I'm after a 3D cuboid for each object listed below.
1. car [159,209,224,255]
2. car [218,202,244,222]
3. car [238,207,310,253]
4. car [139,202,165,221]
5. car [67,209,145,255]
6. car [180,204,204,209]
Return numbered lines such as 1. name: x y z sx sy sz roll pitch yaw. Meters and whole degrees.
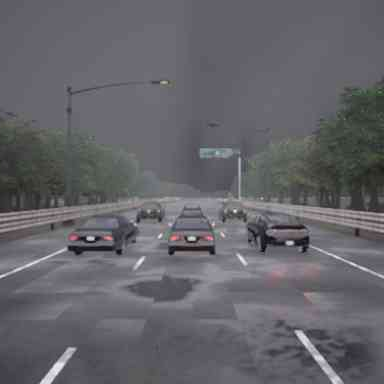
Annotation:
1. car: -0.003 1.683 13.989 2.033 1.411 5.357 0 -1 0
2. car: 3.493 1.640 29.072 2.097 1.767 4.553 0 -1 0
3. car: 3.499 1.631 14.299 2.128 1.511 4.902 0 0 0
4. car: -3.505 1.640 29.076 2.097 1.767 4.553 0 -1 0
5. car: -3.503 1.683 13.988 2.033 1.411 5.357 0 -1 0
6. car: -0.005 1.784 29.289 2.128 1.511 4.902 0 0 0
